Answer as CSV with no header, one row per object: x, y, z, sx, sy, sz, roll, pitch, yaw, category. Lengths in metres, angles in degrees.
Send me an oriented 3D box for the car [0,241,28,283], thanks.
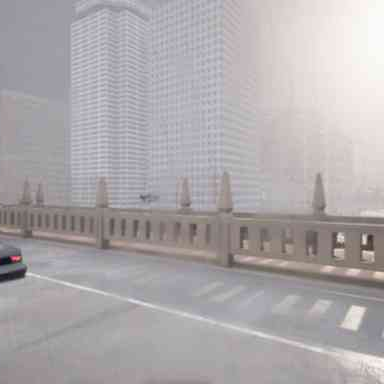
-6.335,1.562,8.399,5.357,1.411,2.033,0,0,35,car
